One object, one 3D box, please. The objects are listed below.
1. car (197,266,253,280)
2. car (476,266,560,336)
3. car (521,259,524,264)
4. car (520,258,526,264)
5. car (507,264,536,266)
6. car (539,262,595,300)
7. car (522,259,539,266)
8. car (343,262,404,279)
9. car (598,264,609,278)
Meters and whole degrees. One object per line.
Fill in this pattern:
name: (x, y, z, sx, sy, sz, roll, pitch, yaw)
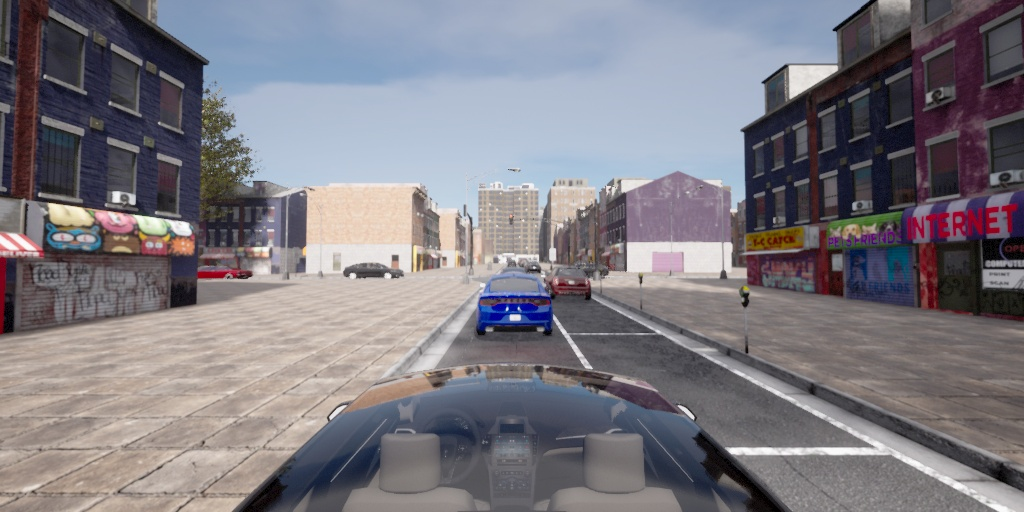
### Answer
car: (-24.519, 1.467, 30.034, 4.718, 1.301, 1.895, -1, -2, 0)
car: (0.040, 1.234, 10.513, 1.882, 1.535, 5.008, 0, 0, -1)
car: (2.641, 1.455, 50.084, 1.948, 1.339, 4.313, 0, 0, 0)
car: (2.642, 1.451, 55.690, 1.751, 1.417, 4.829, 0, 0, 0)
car: (0.101, 1.293, 18.104, 1.812, 1.442, 4.674, 0, 0, 0)
car: (2.637, 1.207, 17.903, 1.967, 1.591, 4.097, 0, 0, 0)
car: (2.640, 1.422, 44.648, 1.948, 1.339, 4.313, 0, 0, 0)
car: (-11.503, 1.272, 29.965, 4.892, 1.490, 1.837, 0, -2, 2)
car: (6.329, 1.327, 32.785, 4.892, 1.490, 1.837, 0, -2, 0)
